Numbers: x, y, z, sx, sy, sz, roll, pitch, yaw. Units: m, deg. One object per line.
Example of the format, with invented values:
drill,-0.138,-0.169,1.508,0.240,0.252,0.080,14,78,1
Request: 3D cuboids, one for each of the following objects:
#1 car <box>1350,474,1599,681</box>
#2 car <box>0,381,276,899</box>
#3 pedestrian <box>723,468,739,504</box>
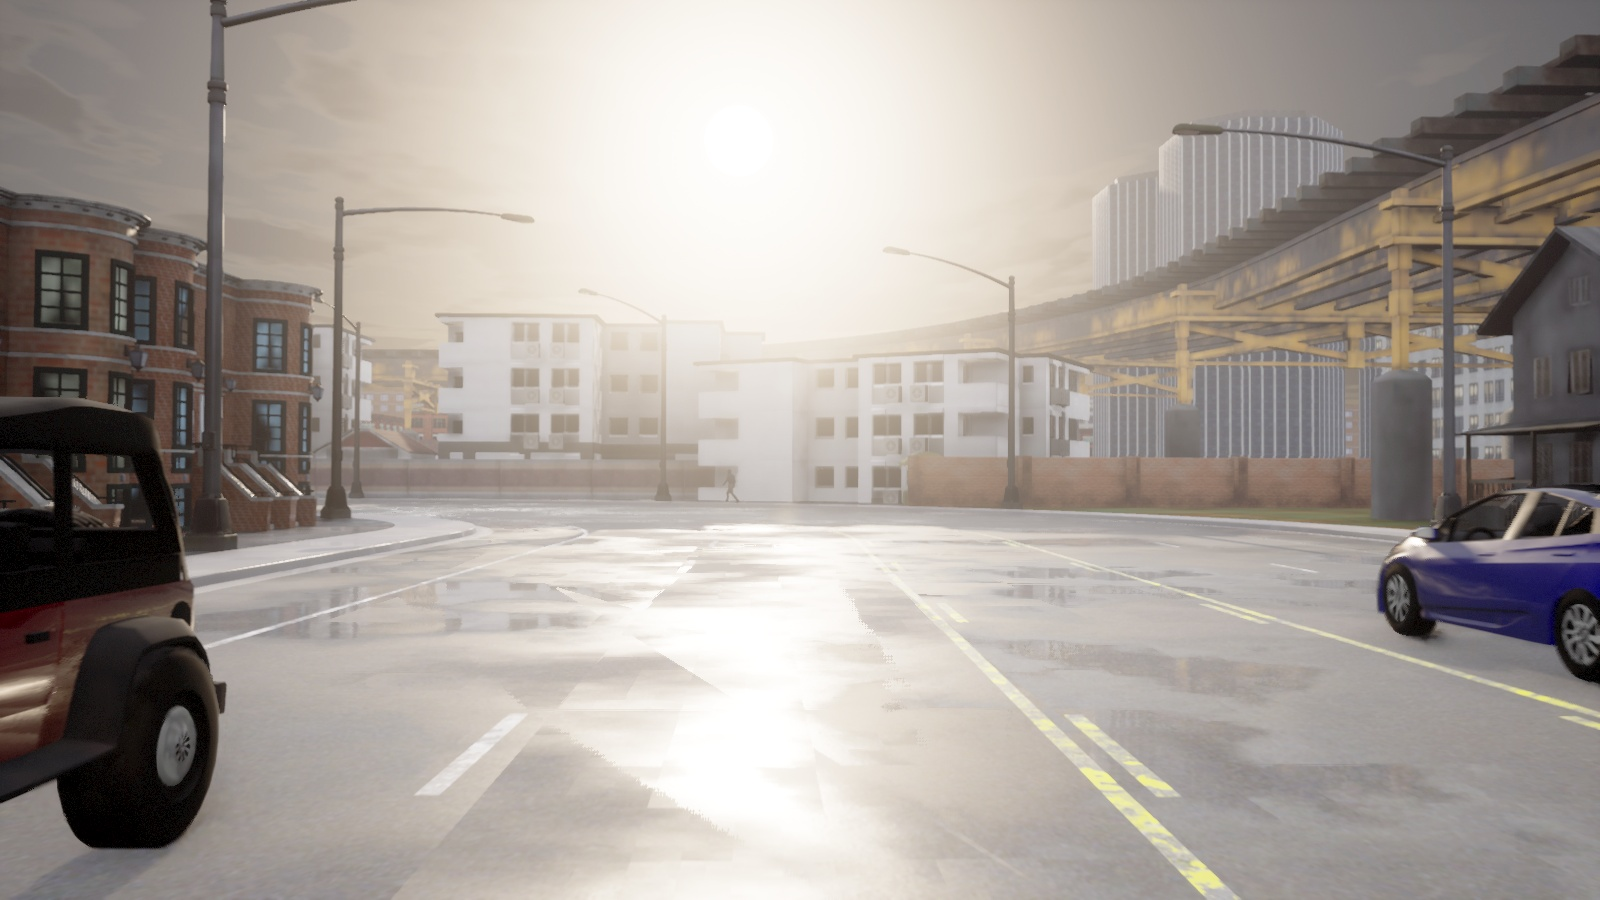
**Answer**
car,6.905,0.977,11.164,2.007,1.525,4.514,0,-1,0
car,-3.544,0.723,4.289,1.905,1.878,3.866,0,-1,0
pedestrian,-3.599,1.871,65.245,0.726,1.835,0.370,-1,-1,31
